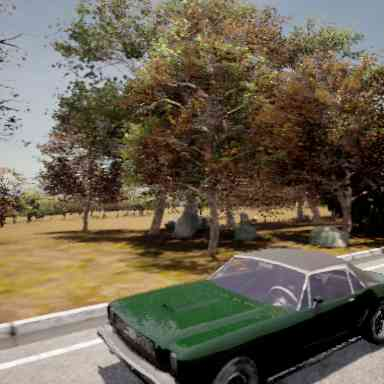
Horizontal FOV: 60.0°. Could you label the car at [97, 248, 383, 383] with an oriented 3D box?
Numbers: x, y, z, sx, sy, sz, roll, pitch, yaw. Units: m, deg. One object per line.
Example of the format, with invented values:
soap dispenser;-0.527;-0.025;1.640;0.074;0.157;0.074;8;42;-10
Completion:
car;1.163;1.599;4.817;4.718;1.301;1.895;0;0;-35
